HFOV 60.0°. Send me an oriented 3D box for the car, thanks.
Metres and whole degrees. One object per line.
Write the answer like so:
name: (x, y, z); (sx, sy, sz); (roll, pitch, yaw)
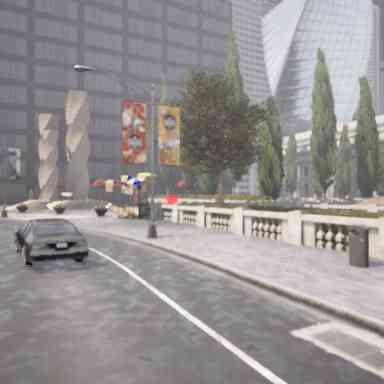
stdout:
car: (-5.207, 1.650, 12.016); (2.033, 1.411, 5.357); (0, -1, -32)
